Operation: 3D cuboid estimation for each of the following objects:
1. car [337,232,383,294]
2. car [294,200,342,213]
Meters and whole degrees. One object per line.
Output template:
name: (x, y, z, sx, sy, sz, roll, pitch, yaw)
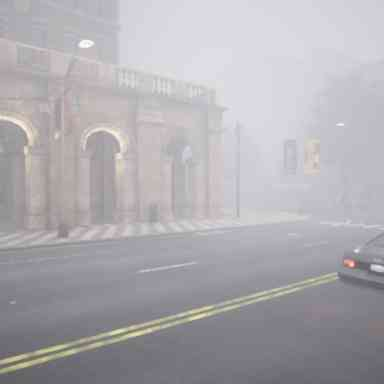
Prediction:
car: (5.636, 1.512, 7.885, 5.357, 1.411, 2.033, 0, 0, -36)
car: (13.307, 1.503, 35.382, 1.895, 1.301, 4.718, 0, 0, -36)
